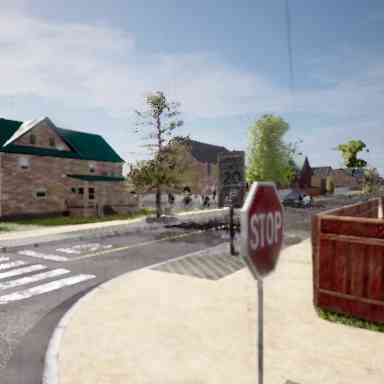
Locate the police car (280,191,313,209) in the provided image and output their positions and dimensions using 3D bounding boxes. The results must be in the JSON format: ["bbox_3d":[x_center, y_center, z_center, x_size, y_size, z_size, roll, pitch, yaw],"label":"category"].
[{"bbox_3d":[10.085,0.753,32.171,2.038,1.542,4.974,-1,1,35],"label":"police car"}]
